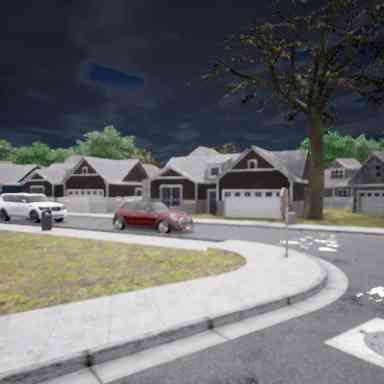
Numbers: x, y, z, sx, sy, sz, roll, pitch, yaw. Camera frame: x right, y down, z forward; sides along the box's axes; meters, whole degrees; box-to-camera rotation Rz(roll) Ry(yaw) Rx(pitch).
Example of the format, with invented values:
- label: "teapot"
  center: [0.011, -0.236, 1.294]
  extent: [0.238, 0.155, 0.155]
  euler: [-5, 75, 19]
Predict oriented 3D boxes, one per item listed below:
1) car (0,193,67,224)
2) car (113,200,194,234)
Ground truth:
- label: "car"
  center: [-11.425, 1.103, 23.629]
  extent: [5.566, 2.045, 2.150]
  euler: [0, 0, 29]
- label: "car"
  center: [-2.150, 1.273, 18.403]
  extent: [4.553, 1.767, 2.097]
  euler: [0, 0, 30]
